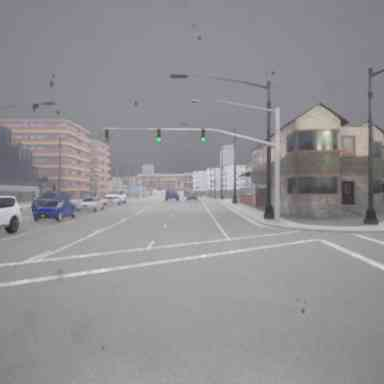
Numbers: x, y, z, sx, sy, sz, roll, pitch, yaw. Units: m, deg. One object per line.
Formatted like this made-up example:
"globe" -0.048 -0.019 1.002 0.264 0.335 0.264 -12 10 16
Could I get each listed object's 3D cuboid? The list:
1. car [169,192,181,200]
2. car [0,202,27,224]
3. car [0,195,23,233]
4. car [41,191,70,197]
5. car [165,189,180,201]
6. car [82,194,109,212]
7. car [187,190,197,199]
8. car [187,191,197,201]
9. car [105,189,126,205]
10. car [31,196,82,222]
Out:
"car" -3.502 0.864 68.823 2.128 1.511 4.902 0 -1 0
"car" -14.100 1.494 23.607 2.033 1.411 5.357 0 1 0
"car" -10.601 1.201 16.373 2.150 2.045 5.566 0 0 1
"car" -14.093 0.998 33.784 2.150 2.045 5.566 0 1 0
"car" -3.502 0.524 58.128 2.150 2.045 5.566 0 0 0
"car" -10.592 1.269 35.196 1.812 1.442 4.674 0 1 0
"car" -0.002 0.585 68.799 2.097 1.767 4.553 0 -1 0
"car" -0.002 0.899 58.840 1.895 1.301 4.718 0 0 0
"car" -10.541 0.691 45.911 2.150 2.045 5.566 0 1 0
"car" -10.599 1.387 26.112 1.882 1.535 5.008 0 1 0
